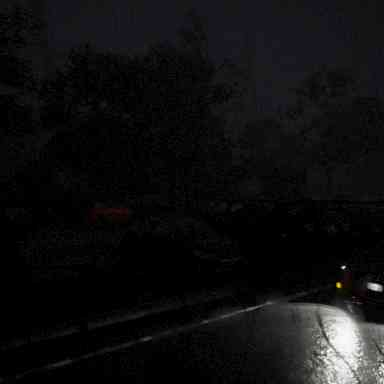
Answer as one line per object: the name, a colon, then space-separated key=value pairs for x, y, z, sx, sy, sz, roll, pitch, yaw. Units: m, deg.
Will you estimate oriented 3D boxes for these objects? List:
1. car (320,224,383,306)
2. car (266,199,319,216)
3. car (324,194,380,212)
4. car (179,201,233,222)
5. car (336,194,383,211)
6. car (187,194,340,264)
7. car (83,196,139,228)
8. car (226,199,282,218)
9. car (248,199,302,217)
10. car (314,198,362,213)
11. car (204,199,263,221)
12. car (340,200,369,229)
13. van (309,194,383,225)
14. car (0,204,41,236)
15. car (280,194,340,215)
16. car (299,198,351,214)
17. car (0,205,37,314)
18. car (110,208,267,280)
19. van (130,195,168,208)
car: x=4.954 y=1.550 z=7.215 sx=4.181 sy=1.385 sz=1.994 roll=0 pitch=0 yaw=-35
car: x=10.097 y=1.479 z=33.753 sx=2.163 sy=1.488 sz=4.792 roll=0 pitch=0 yaw=-36
car: x=19.191 y=1.216 z=40.184 sx=2.435 sy=2.045 sz=5.566 roll=0 pitch=0 yaw=-36
car: x=1.051 y=1.490 z=27.248 sx=2.002 sy=1.452 sz=4.674 roll=0 pitch=0 yaw=-36
car: x=21.356 y=1.224 z=41.733 sx=2.435 sy=2.045 sz=5.566 roll=0 pitch=0 yaw=-36
car: x=1.862 y=1.202 z=11.795 sx=2.435 sy=2.045 sz=5.566 roll=0 pitch=0 yaw=-35
car: x=-5.730 y=1.328 z=22.372 sx=2.185 sy=1.767 sz=4.553 roll=0 pitch=0 yaw=-36
car: x=5.586 y=1.450 z=30.485 sx=2.097 sy=1.535 sz=5.008 roll=0 pitch=0 yaw=-36
car: x=7.865 y=1.479 z=32.086 sx=2.163 sy=1.488 sz=4.792 roll=0 pitch=0 yaw=-36
car: x=16.810 y=1.500 z=38.514 sx=2.002 sy=1.452 sz=4.674 roll=0 pitch=0 yaw=-36
car: x=3.424 y=1.447 z=28.718 sx=1.946 sy=1.575 sz=5.366 roll=0 pitch=0 yaw=-36
car: x=4.177 y=1.324 z=13.372 sx=2.185 sy=1.767 sz=4.553 roll=0 pitch=0 yaw=-36
van: x=6.509 y=1.224 z=14.933 sx=1.878 sy=1.987 sz=4.442 roll=0 pitch=0 yaw=-36
car: x=-10.284 y=1.507 z=19.167 sx=2.002 sy=1.452 sz=4.674 roll=0 pitch=0 yaw=-35
car: x=12.394 y=1.200 z=35.325 sx=2.435 sy=2.045 sz=5.566 roll=0 pitch=0 yaw=-36
car: x=14.647 y=1.455 z=36.965 sx=2.097 sy=1.535 sz=5.008 roll=0 pitch=0 yaw=-36
car: x=-4.987 y=1.227 z=6.914 sx=2.435 sy=2.045 sz=5.566 roll=0 pitch=0 yaw=-35
car: x=-0.409 y=1.458 z=10.148 sx=2.231 sy=1.521 sz=4.892 roll=0 pitch=0 yaw=-35
van: x=-3.552 y=1.224 z=24.107 sx=1.878 sy=1.987 sz=4.442 roll=0 pitch=0 yaw=-35
